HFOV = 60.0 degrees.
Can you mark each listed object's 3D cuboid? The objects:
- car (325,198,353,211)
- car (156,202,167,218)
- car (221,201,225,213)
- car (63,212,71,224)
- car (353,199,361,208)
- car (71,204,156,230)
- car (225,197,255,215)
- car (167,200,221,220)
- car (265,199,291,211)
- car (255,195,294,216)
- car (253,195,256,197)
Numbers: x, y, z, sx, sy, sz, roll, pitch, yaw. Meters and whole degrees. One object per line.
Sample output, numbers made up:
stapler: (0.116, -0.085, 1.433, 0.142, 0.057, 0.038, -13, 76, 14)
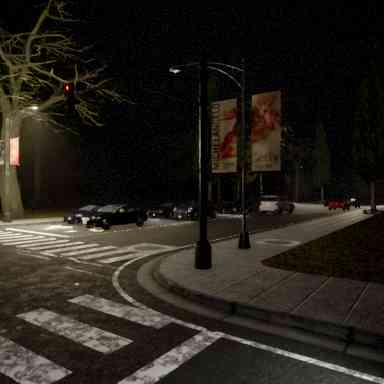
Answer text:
car: (20.677, 1.658, 46.581, 2.097, 1.767, 4.553, 0, 0, 35)
car: (-1.855, 1.667, 31.847, 2.033, 1.411, 5.357, 0, 0, 35)
car: (3.875, 1.776, 39.995, 1.895, 1.301, 4.718, 0, 0, 35)
car: (-7.187, 1.637, 24.303, 1.994, 1.385, 4.181, 0, 0, 36)
car: (26.438, 1.892, 54.763, 2.128, 1.511, 4.902, 0, -1, 35)
car: (-4.977, 1.566, 21.782, 2.128, 1.511, 4.902, 0, 0, 35)
car: (5.931, 1.680, 37.263, 1.837, 1.490, 4.892, 0, 0, 35)
car: (0.275, 1.472, 29.237, 2.097, 1.767, 4.553, 0, 0, 35)
car: (11.883, 1.772, 45.652, 1.812, 1.442, 4.674, 0, 0, 36)
car: (9.241, 1.408, 35.982, 2.150, 2.045, 5.566, 0, 0, 35)
car: (9.961, 1.472, 48.559, 2.150, 2.045, 5.566, 0, 0, 38)
